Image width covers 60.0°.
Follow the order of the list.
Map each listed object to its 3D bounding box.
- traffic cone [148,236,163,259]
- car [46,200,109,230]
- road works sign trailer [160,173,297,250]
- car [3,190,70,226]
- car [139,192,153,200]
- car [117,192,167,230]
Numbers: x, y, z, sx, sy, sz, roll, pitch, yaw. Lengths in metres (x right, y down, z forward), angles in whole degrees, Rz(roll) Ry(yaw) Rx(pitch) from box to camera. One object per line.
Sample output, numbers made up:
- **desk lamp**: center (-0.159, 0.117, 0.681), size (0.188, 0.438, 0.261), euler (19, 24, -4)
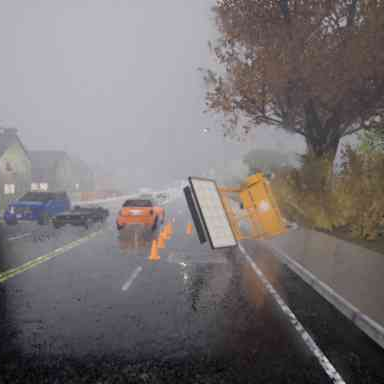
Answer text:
- **traffic cone**: center (-1.204, 1.812, 10.637), size (0.340, 0.580, 0.340), euler (0, 1, 1)
- **car**: center (-6.291, 1.341, 19.173), size (1.895, 1.301, 4.718), euler (0, 1, 1)
- **road works sign trailer**: center (1.206, 0.796, 11.474), size (2.880, 2.380, 3.560), euler (-32, -23, 35)
- **car**: center (-9.511, 0.936, 21.094), size (2.150, 2.045, 5.566), euler (0, 1, 1)
- **car**: center (-8.789, 0.704, 63.291), size (1.895, 1.301, 4.718), euler (0, 1, 2)
- **car**: center (-2.841, 1.093, 19.156), size (2.097, 1.767, 4.553), euler (0, 1, 1)
